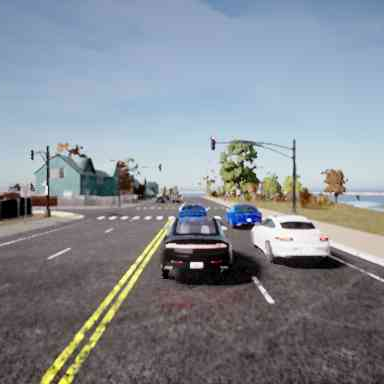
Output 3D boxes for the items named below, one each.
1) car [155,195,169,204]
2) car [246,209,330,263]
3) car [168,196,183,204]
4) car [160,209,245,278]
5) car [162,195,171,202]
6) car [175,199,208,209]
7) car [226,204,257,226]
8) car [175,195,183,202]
[{"bbox_3d":[-6.515,1.612,69.364,1.837,1.490,4.892,0,0,0],"label":"car"},{"bbox_3d":[3.344,1.536,11.923,1.812,1.442,4.674,0,0,0],"label":"car"},{"bbox_3d":[-3.265,1.652,69.365,2.033,1.411,5.357,0,0,0],"label":"car"},{"bbox_3d":[0.099,1.500,10.189,2.128,1.511,4.902,0,0,0],"label":"car"},{"bbox_3d":[-6.519,1.656,84.940,1.837,1.490,4.892,0,0,0],"label":"car"},{"bbox_3d":[0.086,1.499,22.279,1.882,1.535,5.008,0,0,1],"label":"car"},{"bbox_3d":[3.345,1.498,21.960,1.882,1.535,5.008,0,0,0],"label":"car"},{"bbox_3d":[-3.269,1.634,84.942,1.882,1.535,5.008,0,0,0],"label":"car"}]
